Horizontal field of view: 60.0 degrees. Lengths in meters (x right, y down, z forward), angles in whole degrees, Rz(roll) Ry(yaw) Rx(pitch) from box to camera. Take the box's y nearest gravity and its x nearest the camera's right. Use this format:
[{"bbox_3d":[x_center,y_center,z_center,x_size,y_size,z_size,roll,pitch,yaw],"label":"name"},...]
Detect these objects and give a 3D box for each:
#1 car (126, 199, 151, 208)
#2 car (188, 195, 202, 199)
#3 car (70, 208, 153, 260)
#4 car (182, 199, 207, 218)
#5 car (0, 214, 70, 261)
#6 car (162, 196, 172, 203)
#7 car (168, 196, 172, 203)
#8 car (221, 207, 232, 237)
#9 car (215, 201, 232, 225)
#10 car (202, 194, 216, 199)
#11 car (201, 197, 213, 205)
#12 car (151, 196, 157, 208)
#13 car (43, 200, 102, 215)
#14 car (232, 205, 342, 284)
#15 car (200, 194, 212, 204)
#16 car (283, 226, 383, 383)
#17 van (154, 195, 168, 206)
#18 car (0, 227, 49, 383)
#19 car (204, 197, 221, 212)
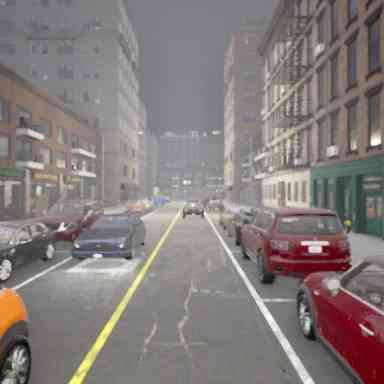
[{"bbox_3d":[-5.383,1.569,32.156,1.802,1.307,4.206,0,0,0],"label":"car"},{"bbox_3d":[0.102,1.487,44.889,1.837,1.490,4.892,0,0,0],"label":"car"},{"bbox_3d":[-2.843,1.542,12.691,2.033,1.411,5.357,0,0,0],"label":"car"},{"bbox_3d":[0.109,1.589,30.143,1.895,1.301,4.718,0,0,0],"label":"car"},{"bbox_3d":[-5.386,1.547,9.508,2.008,1.369,4.403,0,0,0],"label":"car"},{"bbox_3d":[-5.378,1.540,71.788,1.947,1.339,4.313,0,0,0],"label":"car"},{"bbox_3d":[-5.379,1.527,66.126,2.008,1.369,4.403,0,0,0],"label":"car"},{"bbox_3d":[2.639,1.560,15.168,1.947,1.339,4.313,0,0,0],"label":"car"},{"bbox_3d":[2.640,1.517,21.000,1.752,1.417,4.829,0,0,0],"label":"car"},{"bbox_3d":[2.644,1.296,49.139,2.192,1.841,5.009,0,0,0],"label":"car"},{"bbox_3d":[2.645,1.544,60.463,1.947,1.339,4.313,0,0,0],"label":"car"},{"bbox_3d":[-5.383,1.510,37.647,1.752,1.417,4.829,0,0,0],"label":"car"},{"bbox_3d":[-5.386,1.309,15.170,2.192,1.841,5.009,0,0,0],"label":"car"},{"bbox_3d":[2.639,1.311,9.506,2.192,1.841,5.009,0,0,0],"label":"car"},{"bbox_3d":[2.646,1.291,66.125,2.192,1.841,5.009,0,0,0],"label":"car"},{"bbox_3d":[2.638,1.439,3.844,1.967,1.590,4.097,0,0,0],"label":"car"},{"bbox_3d":[-5.380,1.321,54.803,1.690,1.788,3.998,0,0,0],"label":"van"},{"bbox_3d":[-2.852,1.351,1.832,2.097,1.767,4.553,0,0,0],"label":"car"},{"bbox_3d":[2.642,1.536,37.816,2.008,1.369,4.403,0,0,0],"label":"car"}]
